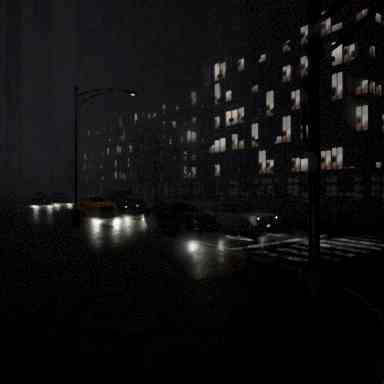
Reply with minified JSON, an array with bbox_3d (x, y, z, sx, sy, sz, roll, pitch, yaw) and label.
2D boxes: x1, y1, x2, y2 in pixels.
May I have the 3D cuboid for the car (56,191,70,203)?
[{"bbox_3d":[-17.808,0.638,44.607,1.882,1.535,5.008,0,1,-38],"label":"car"}]

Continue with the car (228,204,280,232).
[{"bbox_3d":[2.508,1.367,18.580,1.895,1.301,4.718,0,1,-39],"label":"car"}]

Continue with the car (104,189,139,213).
[{"bbox_3d":[-6.212,0.732,29.656,2.150,2.045,5.566,0,1,-38],"label":"car"}]

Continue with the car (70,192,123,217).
[{"bbox_3d":[-7.669,1.022,26.255,1.882,1.535,5.008,0,1,-38],"label":"car"}]

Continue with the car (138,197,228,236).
[{"bbox_3d":[-0.661,1.230,17.325,1.882,1.535,5.008,0,1,-37],"label":"car"}]

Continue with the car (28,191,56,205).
[{"bbox_3d":[-18.318,0.734,39.930,1.837,1.490,4.892,0,1,-38],"label":"car"}]
